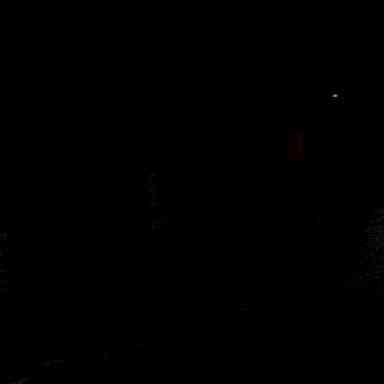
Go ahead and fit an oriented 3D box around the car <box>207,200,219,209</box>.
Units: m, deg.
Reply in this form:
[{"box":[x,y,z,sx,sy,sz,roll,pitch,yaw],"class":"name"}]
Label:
[{"box":[2.294,1.935,53.270,1.812,1.442,4.674,1,-1,-35],"class":"car"}]
